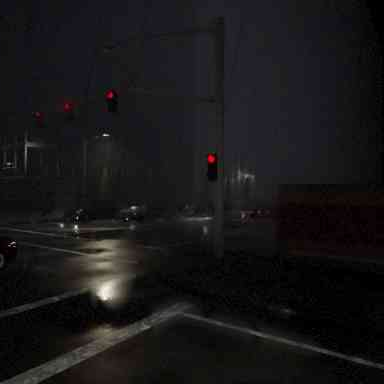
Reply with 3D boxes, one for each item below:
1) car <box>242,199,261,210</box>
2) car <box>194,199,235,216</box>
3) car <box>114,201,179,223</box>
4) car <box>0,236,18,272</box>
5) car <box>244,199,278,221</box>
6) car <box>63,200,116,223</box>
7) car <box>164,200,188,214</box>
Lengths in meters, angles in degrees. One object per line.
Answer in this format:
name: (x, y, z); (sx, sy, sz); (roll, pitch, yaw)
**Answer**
car: (8.054, 1.581, 41.953); (1.812, 1.442, 4.674); (0, 0, 36)
car: (2.088, 1.533, 33.631); (1.882, 1.535, 5.008); (0, 0, 35)
car: (-3.424, 1.656, 25.925); (1.895, 1.301, 4.718); (0, 0, 36)
car: (-7.109, 1.503, 8.384); (1.882, 1.535, 5.008); (0, 0, 36)
car: (6.664, 1.603, 27.656); (2.033, 1.411, 5.357); (0, 0, 36)
car: (-7.689, 1.407, 25.973); (2.097, 1.767, 4.553); (0, 0, 36)
car: (-2.376, 1.560, 33.408); (1.837, 1.490, 4.892); (0, 0, 36)
